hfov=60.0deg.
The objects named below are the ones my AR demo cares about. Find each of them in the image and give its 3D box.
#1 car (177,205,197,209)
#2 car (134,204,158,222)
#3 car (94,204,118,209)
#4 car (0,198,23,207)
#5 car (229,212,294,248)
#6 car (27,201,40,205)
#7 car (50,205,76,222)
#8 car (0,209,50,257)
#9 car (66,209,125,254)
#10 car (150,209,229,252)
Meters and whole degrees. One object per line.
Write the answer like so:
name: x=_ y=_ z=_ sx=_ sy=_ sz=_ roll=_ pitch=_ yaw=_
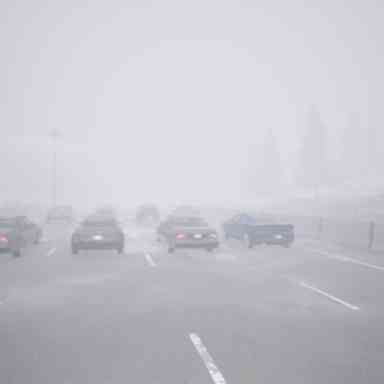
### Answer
car: x=-0.514 y=1.896 z=29.865 sx=2.033 sy=1.411 sz=5.357 roll=1 pitch=-1 yaw=-14
car: x=-3.985 y=1.809 z=29.351 sx=1.837 sy=1.490 sz=4.892 roll=1 pitch=-1 yaw=-13
car: x=-7.404 y=1.776 z=28.604 sx=1.812 sy=1.442 sz=4.674 roll=1 pitch=-1 yaw=-13
car: x=-33.776 y=2.110 z=63.090 sx=2.150 sy=2.045 sz=5.566 roll=1 pitch=-2 yaw=-14
car: x=2.912 y=1.658 z=15.764 sx=1.882 sy=1.535 sz=5.008 roll=1 pitch=0 yaw=-13
car: x=-30.384 y=2.491 z=63.933 sx=1.994 sy=1.385 sz=4.181 roll=1 pitch=-2 yaw=-14
car: x=-10.717 y=1.740 z=27.393 sx=2.033 sy=1.411 sz=5.357 roll=1 pitch=-1 yaw=-14
car: x=-7.181 y=1.566 z=12.804 sx=2.033 sy=1.411 sz=5.357 roll=1 pitch=-1 yaw=-14
car: x=-3.860 y=1.639 z=13.967 sx=1.994 sy=1.385 sz=4.181 roll=1 pitch=-1 yaw=-13
car: x=-0.379 y=1.671 z=14.451 sx=2.033 sy=1.411 sz=5.357 roll=1 pitch=-1 yaw=-14
